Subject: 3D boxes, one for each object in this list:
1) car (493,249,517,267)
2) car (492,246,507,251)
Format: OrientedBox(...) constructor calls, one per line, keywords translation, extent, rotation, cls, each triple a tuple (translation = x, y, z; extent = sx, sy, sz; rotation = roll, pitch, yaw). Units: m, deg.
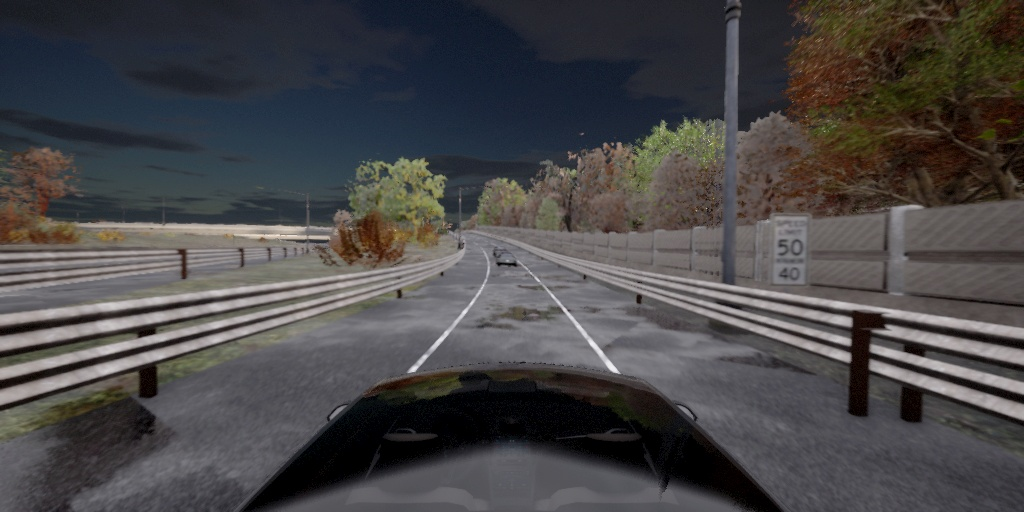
OrientedBox(translation=(-0.592, 0.305, 36.574), extent=(1.994, 1.385, 4.181), rotation=(1, 4, -4), cls="car")
OrientedBox(translation=(-1.628, -0.651, 48.568), extent=(2.128, 1.511, 4.902), rotation=(0, 5, -6), cls="car")
